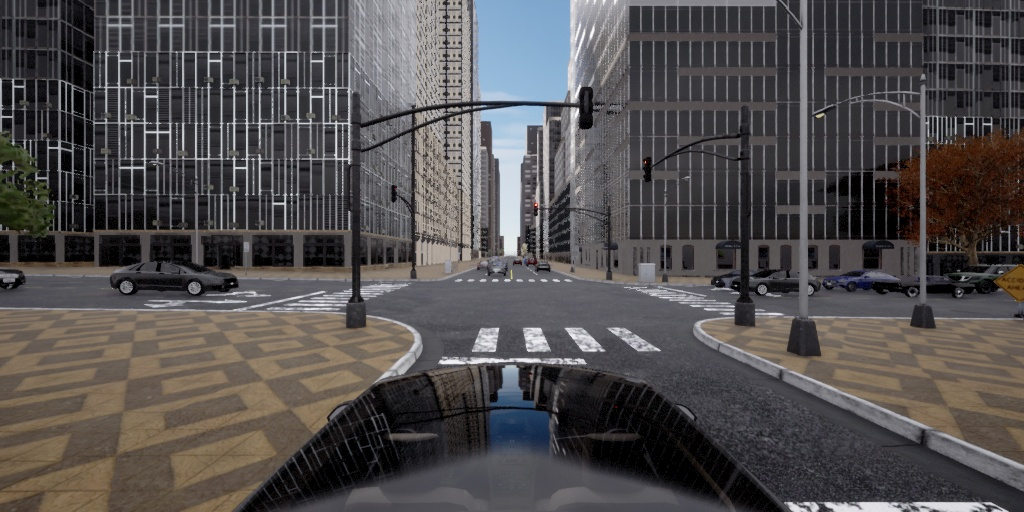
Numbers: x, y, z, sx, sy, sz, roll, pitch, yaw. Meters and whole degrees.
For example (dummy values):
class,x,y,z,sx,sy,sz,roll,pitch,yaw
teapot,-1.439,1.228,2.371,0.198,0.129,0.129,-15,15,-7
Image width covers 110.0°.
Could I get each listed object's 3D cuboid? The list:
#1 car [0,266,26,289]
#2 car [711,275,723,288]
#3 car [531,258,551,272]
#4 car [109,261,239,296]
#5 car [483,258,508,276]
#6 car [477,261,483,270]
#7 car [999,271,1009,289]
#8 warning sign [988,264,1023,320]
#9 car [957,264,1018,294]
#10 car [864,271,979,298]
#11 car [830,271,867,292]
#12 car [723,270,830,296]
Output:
class,x,y,z,sx,sy,sz,roll,pitch,yaw
car,-25.296,0.802,16.194,4.902,1.511,2.128,1,0,-3
car,16.160,1.629,24.839,4.181,1.385,1.994,1,0,-3
car,3.907,1.329,45.974,1.948,1.339,4.313,0,0,0
car,-15.512,0.995,16.649,4.892,1.490,1.837,1,0,-3
car,-1.517,1.258,37.335,2.128,1.511,4.902,0,0,0
car,-4.048,1.342,51.463,1.802,1.307,4.207,0,0,0
car,34.124,1.914,22.418,4.674,1.442,1.812,1,0,-2
warning sign,17.270,1.204,12.178,1.060,1.860,1.300,0,0,-3
car,34.189,1.610,25.680,5.566,2.045,2.150,1,0,-3
car,25.033,1.826,22.004,4.718,1.301,1.895,1,0,-2
car,24.561,1.741,25.232,4.674,1.442,1.812,1,0,-3
car,15.789,1.564,21.579,4.892,1.490,1.837,1,0,-4
